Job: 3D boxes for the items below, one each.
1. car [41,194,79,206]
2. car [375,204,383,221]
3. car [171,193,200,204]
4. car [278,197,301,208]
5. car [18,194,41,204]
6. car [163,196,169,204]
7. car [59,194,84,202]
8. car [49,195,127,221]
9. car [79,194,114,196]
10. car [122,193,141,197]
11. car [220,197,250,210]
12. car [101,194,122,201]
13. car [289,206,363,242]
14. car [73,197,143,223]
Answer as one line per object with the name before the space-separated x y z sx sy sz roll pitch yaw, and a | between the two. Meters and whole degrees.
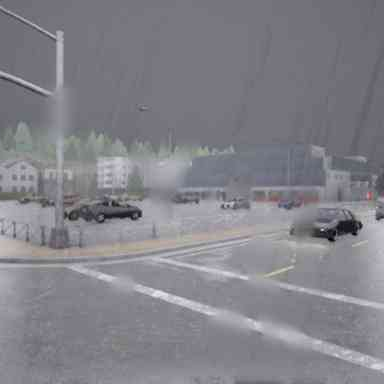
car | -18.255 1.263 46.810 2.007 1.523 4.514 0 0 44
car | 15.964 1.486 26.128 2.128 1.511 4.902 0 0 44
car | -0.757 1.068 55.590 1.932 1.855 4.605 0 0 44
car | 12.441 1.359 42.506 1.845 1.501 3.633 0 0 44
car | -26.669 1.052 56.023 1.932 1.855 4.605 0 0 44
car | -3.124 1.045 57.325 1.905 1.878 3.866 0 0 44
car | -24.639 1.247 68.034 2.007 1.523 4.514 0 0 44
car | -8.024 1.312 26.030 2.152 1.636 5.027 0 0 44
car | -11.136 1.292 39.797 1.845 1.501 3.633 0 0 44
car | -12.277 1.111 66.265 2.152 1.636 5.027 0 0 44
car | 5.124 1.367 39.280 1.970 1.475 3.806 0 0 44
car | -17.094 1.185 70.518 1.970 1.475 3.806 0 0 44
car | 6.908 1.543 16.698 2.033 1.411 5.357 0 0 44
car | -5.743 1.324 23.876 2.007 1.523 4.514 0 0 44
